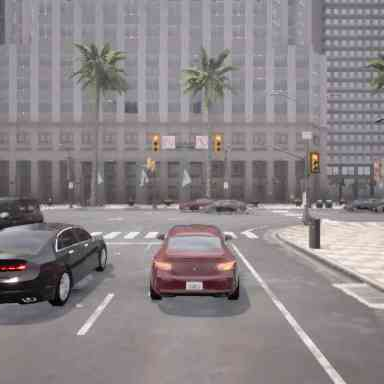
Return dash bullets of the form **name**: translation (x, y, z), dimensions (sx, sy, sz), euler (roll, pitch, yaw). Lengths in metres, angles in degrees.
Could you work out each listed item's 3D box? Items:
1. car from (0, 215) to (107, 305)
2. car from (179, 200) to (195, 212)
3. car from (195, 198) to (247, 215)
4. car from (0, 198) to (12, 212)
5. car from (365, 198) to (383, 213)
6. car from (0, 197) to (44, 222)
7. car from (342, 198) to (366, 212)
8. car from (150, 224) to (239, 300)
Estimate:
- **car**: translation (-3.440, 1.505, 8.042), dimensions (1.837, 1.490, 4.892), euler (0, 0, 0)
- **car**: translation (1.022, 1.477, 38.097), dimensions (5.008, 1.535, 1.882), euler (0, 0, 0)
- **car**: translation (3.156, 1.491, 33.547), dimensions (4.902, 1.511, 2.128), euler (0, 0, -15)
- **car**: translation (-23.598, 1.491, 38.106), dimensions (4.902, 1.511, 2.128), euler (0, 0, 0)
- **car**: translation (20.893, 1.564, 34.579), dimensions (4.181, 1.385, 1.994), euler (0, 0, 0)
- **car**: translation (-7.119, 1.221, 11.499), dimensions (2.150, 2.045, 5.566), euler (0, 0, 0)
- **car**: translation (19.747, 1.488, 38.081), dimensions (4.902, 1.511, 2.128), euler (0, 0, 0)
- **car**: translation (0.069, 1.526, 8.296), dimensions (1.812, 1.442, 4.674), euler (0, 0, 1)
